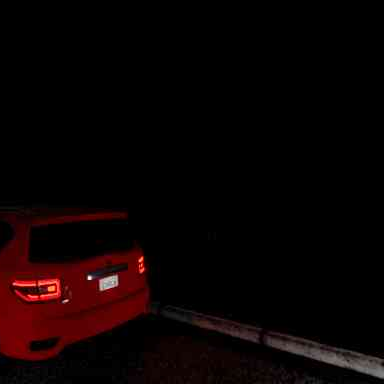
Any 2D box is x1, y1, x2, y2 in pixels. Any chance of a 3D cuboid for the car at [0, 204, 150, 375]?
[{"bbox_3d":[-3.237,1.229,5.686,5.566,2.045,2.150,0,0,35],"label":"car"}]
